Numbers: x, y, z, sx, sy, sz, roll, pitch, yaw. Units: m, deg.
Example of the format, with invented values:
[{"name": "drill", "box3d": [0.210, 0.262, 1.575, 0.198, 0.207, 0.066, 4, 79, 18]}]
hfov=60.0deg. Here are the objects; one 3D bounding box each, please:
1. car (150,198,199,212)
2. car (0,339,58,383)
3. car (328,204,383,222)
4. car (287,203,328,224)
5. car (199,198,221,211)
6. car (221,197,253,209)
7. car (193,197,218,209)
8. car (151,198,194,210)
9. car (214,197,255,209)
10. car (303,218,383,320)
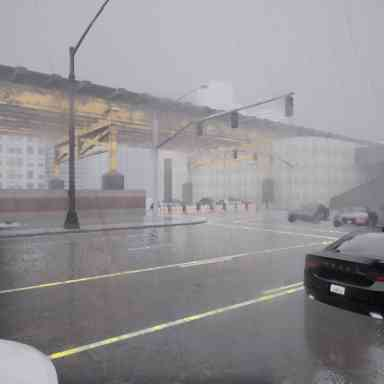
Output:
[{"name": "car", "box3d": [-2.038, 1.453, 37.209, 4.974, 1.542, 2.038, 0, 0, 8]}, {"name": "car", "box3d": [-3.081, 1.526, 1.541, 4.674, 1.442, 1.812, 0, 0, -36]}, {"name": "car", "box3d": [10.480, 1.564, 21.119, 1.994, 1.385, 4.181, 0, 0, 39]}, {"name": "car", "box3d": [8.740, 1.547, 24.458, 2.033, 1.411, 5.357, 0, 0, 36]}, {"name": "car", "box3d": [1.685, 1.453, 39.925, 2.038, 1.542, 4.974, 0, 0, 18]}, {"name": "car", "box3d": [5.513, 1.295, 43.710, 4.536, 1.218, 1.853, 0, 0, -7]}, {"name": "car", "box3d": [1.701, 1.295, 39.975, 1.853, 1.218, 4.536, 0, 0, 18]}, {"name": "car", "box3d": [-2.089, 1.295, 37.216, 4.536, 1.218, 1.853, 0, 0, 8]}, {"name": "car", "box3d": [5.565, 1.452, 43.717, 4.974, 1.542, 2.038, 0, 0, -7]}, {"name": "car", "box3d": [4.446, 1.478, 7.010, 5.008, 1.535, 1.882, 0, 0, -36]}]
